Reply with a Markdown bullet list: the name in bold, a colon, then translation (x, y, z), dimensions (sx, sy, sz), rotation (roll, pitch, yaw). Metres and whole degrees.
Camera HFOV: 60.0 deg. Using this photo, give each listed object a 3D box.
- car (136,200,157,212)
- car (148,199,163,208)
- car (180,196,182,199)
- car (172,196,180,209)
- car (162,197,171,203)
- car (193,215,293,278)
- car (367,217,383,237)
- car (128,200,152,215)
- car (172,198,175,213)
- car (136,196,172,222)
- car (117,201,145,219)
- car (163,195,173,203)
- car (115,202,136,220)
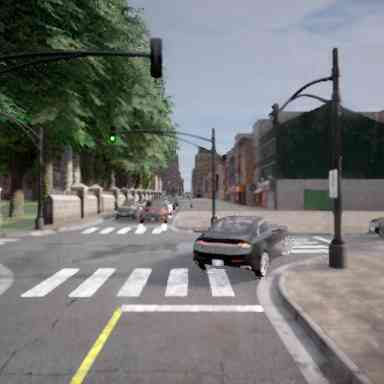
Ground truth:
- **car**: translation (-5.641, 1.691, 41.771), dimensions (1.947, 1.339, 4.313), rotation (1, 0, -1)
- **car**: translation (-5.744, 1.755, 52.670), dimensions (1.802, 1.307, 4.206), rotation (1, 0, -1)
- **car**: translation (-3.199, 1.751, 55.261), dimensions (1.994, 1.385, 4.181), rotation (0, 0, 0)
- **car**: translation (-3.137, 1.627, 44.753), dimensions (2.128, 1.511, 4.902), rotation (0, 0, 0)
- **car**: translation (-5.998, 1.863, 79.751), dimensions (1.752, 1.417, 4.829), rotation (1, 0, -1)
- **car**: translation (1.745, 1.470, 10.360), dimensions (2.128, 1.511, 4.902), rotation (-1, 1, 27)
- **car**: translation (11.037, 1.466, 15.871), dimensions (4.902, 1.511, 2.128), rotation (-1, -1, 0)
- **car**: translation (-5.590, 1.655, 36.321), dimensions (2.008, 1.369, 4.403), rotation (1, 0, -1)
- **car**: translation (-3.047, 1.628, 35.507), dimensions (1.812, 1.442, 4.674), rotation (0, 0, -1)
- **car**: translation (-2.928, 1.424, 26.548), dimensions (2.097, 1.767, 4.553), rotation (0, 0, -2)
- **car**: translation (-5.592, 1.612, 31.159), dimensions (1.752, 1.417, 4.829), rotation (1, 0, -1)
- **car**: translation (-6.047, 1.694, 85.373), dimensions (2.192, 1.841, 5.009), rotation (1, 0, -1)
- **car**: translation (-5.550, 1.631, 29.186), dimensions (2.008, 1.369, 4.403), rotation (1, 0, -1)
